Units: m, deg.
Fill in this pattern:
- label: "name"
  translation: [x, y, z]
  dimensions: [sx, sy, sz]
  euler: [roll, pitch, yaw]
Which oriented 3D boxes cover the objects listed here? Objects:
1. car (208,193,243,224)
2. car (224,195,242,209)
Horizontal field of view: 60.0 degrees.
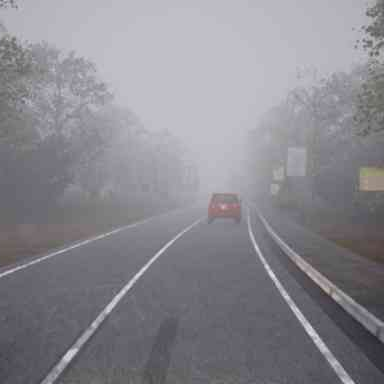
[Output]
- label: "car"
  translation: [2.398, 1.057, 23.623]
  dimensions: [2.150, 2.045, 5.566]
  euler: [1, 1, 9]
- label: "car"
  translation: [5.211, 1.190, 41.932]
  dimensions: [2.128, 1.511, 4.902]
  euler: [1, 1, 8]
